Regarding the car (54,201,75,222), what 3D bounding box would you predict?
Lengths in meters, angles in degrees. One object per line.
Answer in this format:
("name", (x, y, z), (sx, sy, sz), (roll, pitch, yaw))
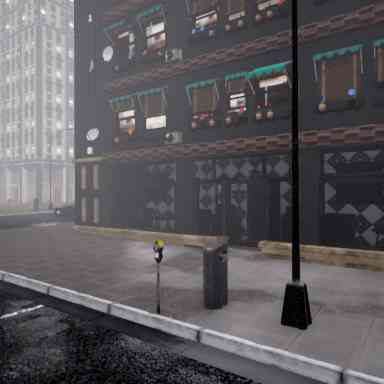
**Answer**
("car", (-7.266, 1.279, 22.770), (1.947, 1.339, 4.313), (1, 1, 35))
